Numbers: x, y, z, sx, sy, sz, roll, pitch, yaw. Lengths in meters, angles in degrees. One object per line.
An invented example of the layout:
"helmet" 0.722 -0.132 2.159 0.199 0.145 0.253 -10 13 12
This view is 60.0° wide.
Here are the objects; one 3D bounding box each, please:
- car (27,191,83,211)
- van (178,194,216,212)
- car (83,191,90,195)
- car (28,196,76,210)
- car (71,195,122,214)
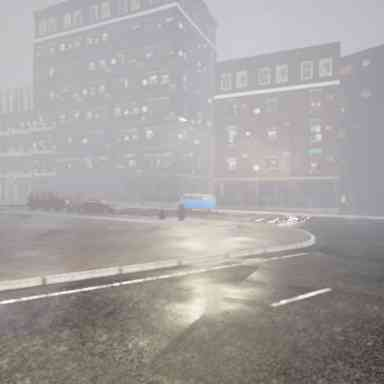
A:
"car" -13.243 0.851 31.389 5.009 1.841 2.192 1 -1 24
"van" 0.553 1.120 34.393 3.998 1.788 1.690 1 -1 24
"car" -14.865 0.752 41.297 5.009 1.841 2.192 1 -1 24
"car" -14.632 1.087 34.831 4.718 1.301 1.895 1 0 24
"car" -8.111 1.232 29.084 4.206 1.307 1.802 1 -1 24
